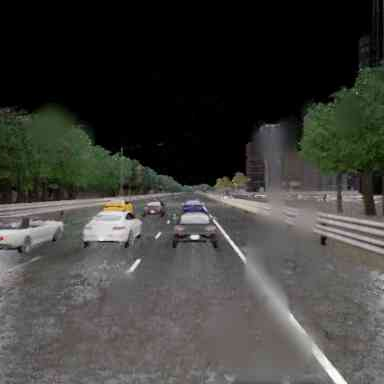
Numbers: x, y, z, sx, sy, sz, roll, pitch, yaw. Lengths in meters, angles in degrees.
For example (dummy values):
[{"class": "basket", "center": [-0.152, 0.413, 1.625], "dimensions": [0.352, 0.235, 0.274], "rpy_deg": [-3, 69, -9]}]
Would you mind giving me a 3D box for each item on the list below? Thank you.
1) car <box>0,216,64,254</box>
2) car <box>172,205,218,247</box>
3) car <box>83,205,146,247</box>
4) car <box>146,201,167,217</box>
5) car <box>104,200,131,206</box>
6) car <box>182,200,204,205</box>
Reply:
[{"class": "car", "center": [-6.897, 1.598, 13.401], "dimensions": [1.895, 1.301, 4.718], "rpy_deg": [0, 0, 0]}, {"class": "car", "center": [0.118, 1.523, 14.799], "dimensions": [1.812, 1.442, 4.674], "rpy_deg": [0, 0, 0]}, {"class": "car", "center": [-3.397, 1.523, 14.811], "dimensions": [1.812, 1.442, 4.674], "rpy_deg": [0, 0, 0]}, {"class": "car", "center": [-3.395, 1.519, 30.986], "dimensions": [1.812, 1.442, 4.674], "rpy_deg": [0, 0, 0]}, {"class": "car", "center": [-6.894, 1.470, 31.386], "dimensions": [1.882, 1.535, 5.008], "rpy_deg": [0, 0, 0]}, {"class": "car", "center": [0.105, 1.470, 31.413], "dimensions": [1.882, 1.535, 5.008], "rpy_deg": [0, 0, 0]}]
